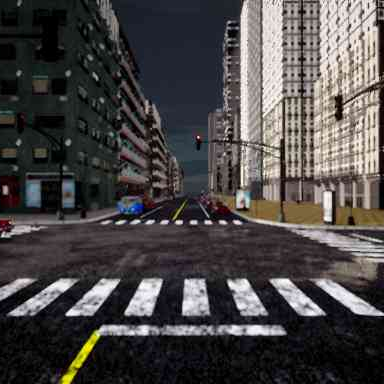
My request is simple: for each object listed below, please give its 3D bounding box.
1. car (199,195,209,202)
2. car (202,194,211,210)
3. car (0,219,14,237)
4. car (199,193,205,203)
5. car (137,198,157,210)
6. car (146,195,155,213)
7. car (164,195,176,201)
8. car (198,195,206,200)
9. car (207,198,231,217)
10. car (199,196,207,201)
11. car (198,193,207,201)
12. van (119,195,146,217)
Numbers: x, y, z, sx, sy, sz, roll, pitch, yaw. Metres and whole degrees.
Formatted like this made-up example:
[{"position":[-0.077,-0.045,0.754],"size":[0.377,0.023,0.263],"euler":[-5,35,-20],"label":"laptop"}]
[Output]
[{"position":[2.685,1.507,75.378],"size":[1.887,1.381,4.507],"euler":[0,0,0],"label":"car"},{"position":[2.691,1.409,42.212],"size":[1.967,1.590,4.097],"euler":[0,0,0],"label":"car"},{"position":[-10.618,1.469,14.709],"size":[4.718,1.301,1.895],"euler":[2,0,-7],"label":"car"},{"position":[2.688,1.403,58.795],"size":[1.967,1.590,4.097],"euler":[0,0,0],"label":"car"},{"position":[-5.691,1.513,42.212],"size":[1.887,1.381,4.507],"euler":[0,0,0],"label":"car"},{"position":[-5.688,1.287,36.684],"size":[2.192,1.841,5.009],"euler":[0,0,0],"label":"car"},{"position":[-5.696,1.402,80.904],"size":[1.967,1.590,4.097],"euler":[0,0,0],"label":"car"},{"position":[2.682,1.515,91.960],"size":[2.008,1.369,4.403],"euler":[0,0,0],"label":"car"},{"position":[2.692,1.557,31.157],"size":[1.802,1.307,4.206],"euler":[0,0,0],"label":"car"},{"position":[2.683,1.544,80.905],"size":[1.802,1.307,4.206],"euler":[0,0,0],"label":"car"},{"position":[2.684,1.278,86.433],"size":[2.192,1.841,5.009],"euler":[0,0,0],"label":"car"},{"position":[-5.687,1.316,31.156],"size":[1.690,1.788,3.998],"euler":[0,0,0],"label":"van"}]
